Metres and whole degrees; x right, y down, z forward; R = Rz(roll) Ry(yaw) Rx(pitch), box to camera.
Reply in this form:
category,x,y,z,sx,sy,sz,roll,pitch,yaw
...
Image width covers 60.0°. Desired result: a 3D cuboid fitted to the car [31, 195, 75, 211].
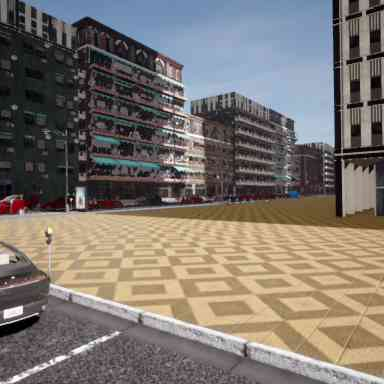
category,x,y,z,sx,sy,sz,roll,pitch,yaw
car,-15.625,1.375,38.524,1.812,1.442,4.674,-1,0,36

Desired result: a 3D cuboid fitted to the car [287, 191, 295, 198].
category,x,y,z,sx,sy,sz,roll,pitch,yaw
car,22.925,0.931,81.616,1.802,1.307,4.206,-1,0,36

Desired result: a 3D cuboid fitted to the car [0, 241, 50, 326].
category,x,y,z,sx,sy,sz,roll,pitch,yaw
car,-4.419,1.553,6.221,4.403,1.369,2.008,0,-1,36

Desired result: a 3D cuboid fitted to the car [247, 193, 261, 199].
category,x,y,z,sx,sy,sz,roll,pitch,yaw
car,16.152,1.040,86.550,1.947,1.339,4.313,-1,0,36

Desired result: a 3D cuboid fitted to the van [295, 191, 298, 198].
category,x,y,z,sx,sy,sz,roll,pitch,yaw
van,26.176,0.654,86.084,1.690,1.788,3.998,-1,0,36

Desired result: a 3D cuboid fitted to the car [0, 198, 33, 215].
category,x,y,z,sx,sy,sz,roll,pitch,yaw
car,-16.122,1.413,27.996,1.802,1.307,4.206,-1,0,36

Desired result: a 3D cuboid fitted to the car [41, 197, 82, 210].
category,x,y,z,sx,sy,sz,roll,pitch,yaw
car,-16.388,1.415,41.868,1.887,1.381,4.507,-1,0,36

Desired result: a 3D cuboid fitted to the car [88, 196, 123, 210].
category,x,y,z,sx,sy,sz,roll,pitch,yaw
car,-9.616,1.186,36.933,1.967,1.590,4.097,-1,0,36

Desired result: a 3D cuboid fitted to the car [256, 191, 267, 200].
category,x,y,z,sx,sy,sz,roll,pitch,yaw
car,13.163,1.046,68.210,1.802,1.307,4.206,-1,0,36

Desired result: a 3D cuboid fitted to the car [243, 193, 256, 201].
category,x,y,z,sx,sy,sz,roll,pitch,yaw
car,9.909,1.048,63.742,1.887,1.381,4.507,-1,0,36

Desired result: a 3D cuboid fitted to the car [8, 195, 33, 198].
category,x,y,z,sx,sy,sz,roll,pitch,yaw
car,-19.644,1.228,37.399,2.192,1.841,5.009,-1,0,36

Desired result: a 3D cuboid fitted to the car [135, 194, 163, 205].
category,x,y,z,sx,sy,sz,roll,pitch,yaw
car,-6.593,1.084,50.900,2.097,1.767,4.553,-1,0,36

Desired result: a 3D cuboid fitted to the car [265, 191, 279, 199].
category,x,y,z,sx,sy,sz,roll,pitch,yaw
car,16.414,0.740,72.679,2.192,1.841,5.009,-1,0,36

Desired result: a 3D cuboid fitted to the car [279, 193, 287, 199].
category,x,y,z,sx,sy,sz,roll,pitch,yaw
car,19.670,0.938,77.147,2.008,1.369,4.403,-1,0,36

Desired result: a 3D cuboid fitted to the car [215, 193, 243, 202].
category,x,y,z,sx,sy,sz,roll,pitch,yaw
car,6.655,1.093,59.274,2.008,1.369,4.403,-1,0,36

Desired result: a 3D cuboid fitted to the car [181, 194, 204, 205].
category,x,y,z,sx,sy,sz,roll,pitch,yaw
car,0.146,1.062,50.338,1.967,1.590,4.097,-1,0,36

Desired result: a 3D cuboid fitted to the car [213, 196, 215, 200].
category,x,y,z,sx,sy,sz,roll,pitch,yaw
car,6.388,1.028,73.144,1.967,1.590,4.097,-1,0,36
